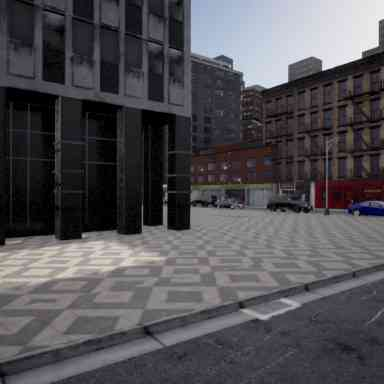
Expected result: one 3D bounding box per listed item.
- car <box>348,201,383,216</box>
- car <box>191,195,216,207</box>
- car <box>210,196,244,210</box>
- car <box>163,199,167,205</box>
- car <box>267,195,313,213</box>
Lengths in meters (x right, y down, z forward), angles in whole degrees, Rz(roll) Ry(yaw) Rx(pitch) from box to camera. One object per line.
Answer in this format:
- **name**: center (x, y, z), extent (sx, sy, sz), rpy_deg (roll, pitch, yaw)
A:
- **car**: center (17.134, 1.578, 30.808), extent (1.882, 1.535, 5.008), rpy_deg (0, -1, -37)
- **car**: center (2.134, 1.521, 56.624), extent (2.150, 2.045, 5.566), rpy_deg (0, 0, -36)
- **car**: center (5.248, 1.727, 47.060), extent (2.128, 1.511, 4.902), rpy_deg (0, 0, -36)
- **car**: center (-4.084, 1.843, 65.023), extent (1.837, 1.490, 4.892), rpy_deg (0, 0, -36)
- **car**: center (11.284, 1.392, 38.806), extent (2.150, 2.045, 5.566), rpy_deg (0, -1, -36)
